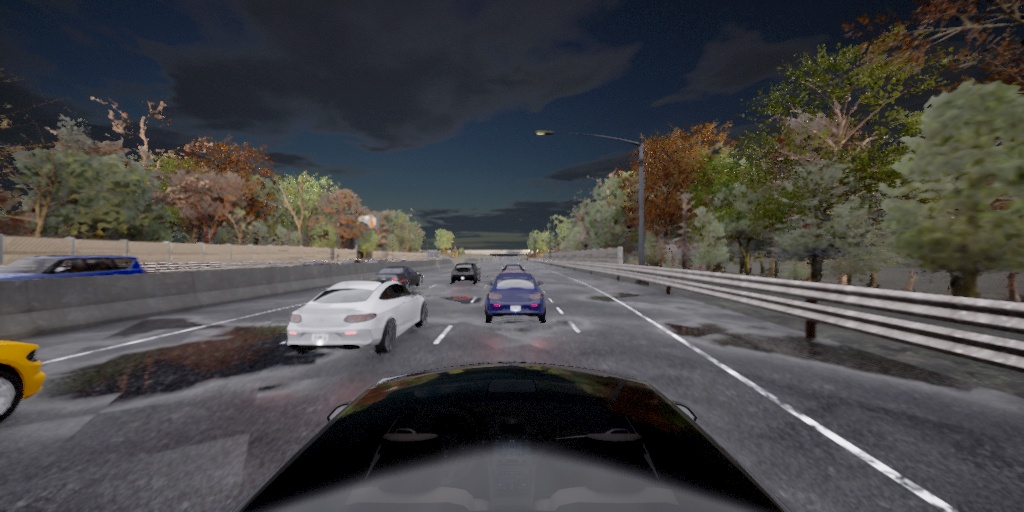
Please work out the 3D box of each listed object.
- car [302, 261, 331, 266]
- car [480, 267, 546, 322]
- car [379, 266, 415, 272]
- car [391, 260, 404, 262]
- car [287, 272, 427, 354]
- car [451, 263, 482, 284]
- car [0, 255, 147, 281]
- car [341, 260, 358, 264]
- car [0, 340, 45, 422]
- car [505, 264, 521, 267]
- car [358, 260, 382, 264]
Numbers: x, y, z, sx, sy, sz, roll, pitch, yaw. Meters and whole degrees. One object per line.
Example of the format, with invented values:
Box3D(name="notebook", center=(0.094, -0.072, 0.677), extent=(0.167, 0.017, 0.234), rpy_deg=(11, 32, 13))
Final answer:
Box3D(name="car", center=(-28.051, 1.389, 51.576), extent=(1.895, 1.301, 4.718), rpy_deg=(0, 0, 1))
Box3D(name="car", center=(0.103, 1.277, 12.165), extent=(1.812, 1.442, 4.674), rpy_deg=(0, 0, 0))
Box3D(name="car", center=(-6.896, 1.303, 21.732), extent=(2.033, 1.411, 5.357), rpy_deg=(0, 0, 0))
Box3D(name="car", center=(-17.556, 1.297, 54.849), extent=(1.837, 1.490, 4.892), rpy_deg=(0, 0, 0))
Box3D(name="car", center=(-3.399, 1.276, 8.660), extent=(1.812, 1.442, 4.674), rpy_deg=(0, 0, 0))
Box3D(name="car", center=(-3.395, 1.265, 27.063), extent=(1.837, 1.490, 4.892), rpy_deg=(0, 0, 0))
Box3D(name="car", center=(-17.598, 0.973, 13.928), extent=(2.150, 2.045, 5.566), rpy_deg=(0, 0, 0))
Box3D(name="car", center=(-24.545, 1.297, 54.806), extent=(1.837, 1.490, 4.892), rpy_deg=(0, 0, 1))
Box3D(name="car", center=(-6.904, 1.228, 2.434), extent=(1.882, 1.535, 5.008), rpy_deg=(0, 0, 0))
Box3D(name="car", center=(0.105, 1.324, 27.661), extent=(1.994, 1.385, 4.181), rpy_deg=(0, 0, 0))
Box3D(name="car", center=(-21.046, 1.340, 54.844), extent=(2.033, 1.411, 5.357), rpy_deg=(0, 0, 1))
